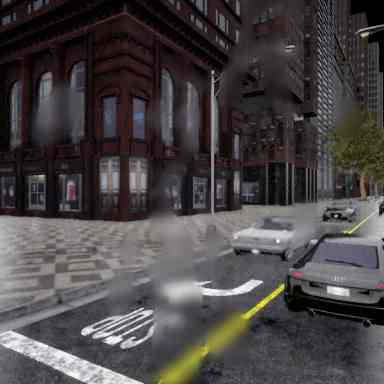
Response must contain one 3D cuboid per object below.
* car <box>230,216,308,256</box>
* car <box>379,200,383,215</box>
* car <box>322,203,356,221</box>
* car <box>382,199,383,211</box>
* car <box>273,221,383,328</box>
[{"bbox_3d":[3.203,1.606,12.575,1.895,1.301,4.718,0,0,32],"label":"car"},{"bbox_3d":[19.990,1.535,33.516,1.837,1.490,4.892,0,0,32],"label":"car"},{"bbox_3d":[11.485,1.582,25.830,1.994,1.385,4.181,0,0,32],"label":"car"},{"bbox_3d":[25.458,1.597,42.378,2.033,1.411,5.357,0,0,32],"label":"car"},{"bbox_3d":[3.416,1.569,7.058,1.994,1.385,4.181,0,0,32],"label":"car"}]
